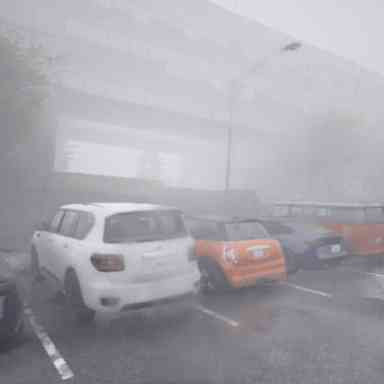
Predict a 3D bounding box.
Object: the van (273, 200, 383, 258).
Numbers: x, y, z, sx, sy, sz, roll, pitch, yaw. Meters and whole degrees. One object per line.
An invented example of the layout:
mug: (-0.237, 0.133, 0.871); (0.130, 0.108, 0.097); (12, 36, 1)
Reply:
van: (4.711, 1.312, 12.471); (1.878, 1.987, 4.442); (0, 0, -36)

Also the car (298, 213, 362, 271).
car: (2.485, 1.553, 10.774); (2.163, 1.488, 4.792); (0, 0, -35)

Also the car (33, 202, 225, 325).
car: (-2.061, 1.242, 7.531); (2.435, 2.045, 5.566); (0, 0, -35)

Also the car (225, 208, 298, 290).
car: (0.248, 1.383, 9.105); (2.185, 1.767, 4.553); (0, 0, -36)

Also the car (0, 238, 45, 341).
car: (-4.337, 1.509, 5.910); (2.163, 1.488, 4.792); (0, 0, -35)
